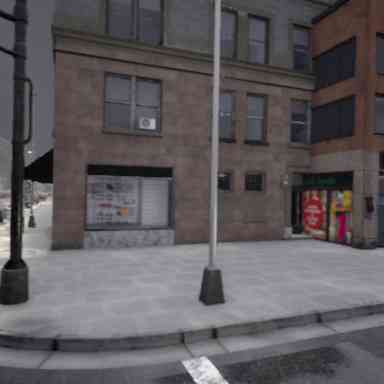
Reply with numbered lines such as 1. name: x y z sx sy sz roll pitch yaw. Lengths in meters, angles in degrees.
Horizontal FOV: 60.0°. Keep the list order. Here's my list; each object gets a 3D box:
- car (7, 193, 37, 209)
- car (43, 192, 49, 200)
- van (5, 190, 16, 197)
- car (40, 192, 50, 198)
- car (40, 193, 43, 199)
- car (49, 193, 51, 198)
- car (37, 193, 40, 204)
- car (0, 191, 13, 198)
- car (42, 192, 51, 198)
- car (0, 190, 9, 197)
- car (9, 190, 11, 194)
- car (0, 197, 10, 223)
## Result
1. car: -19.226 1.127 37.787 2.008 1.369 4.403 1 0 -21
2. car: -28.938 0.882 63.419 1.887 1.381 4.507 1 0 -21
3. van: -44.205 0.331 81.079 1.690 1.788 3.998 1 0 -21
4. car: -34.764 0.746 78.797 2.008 1.369 4.403 1 0 -21
5. car: -23.108 0.920 48.040 1.967 1.590 4.097 1 0 -21
6. car: -32.823 0.825 73.671 1.802 1.307 4.206 1 0 -21
7. car: -21.169 1.079 42.914 2.008 1.369 4.403 1 0 -21
8. car: -42.270 0.582 75.953 1.887 1.381 4.507 1 0 -21
9. car: -36.707 0.714 83.923 1.947 1.339 4.313 1 0 -21
10. car: -38.383 0.447 65.698 2.192 1.841 5.009 1 0 -21
11. car: -40.324 0.400 70.826 2.192 1.841 5.009 1 0 -21
12. car: -13.400 1.271 22.409 2.008 1.369 4.403 1 0 -21
